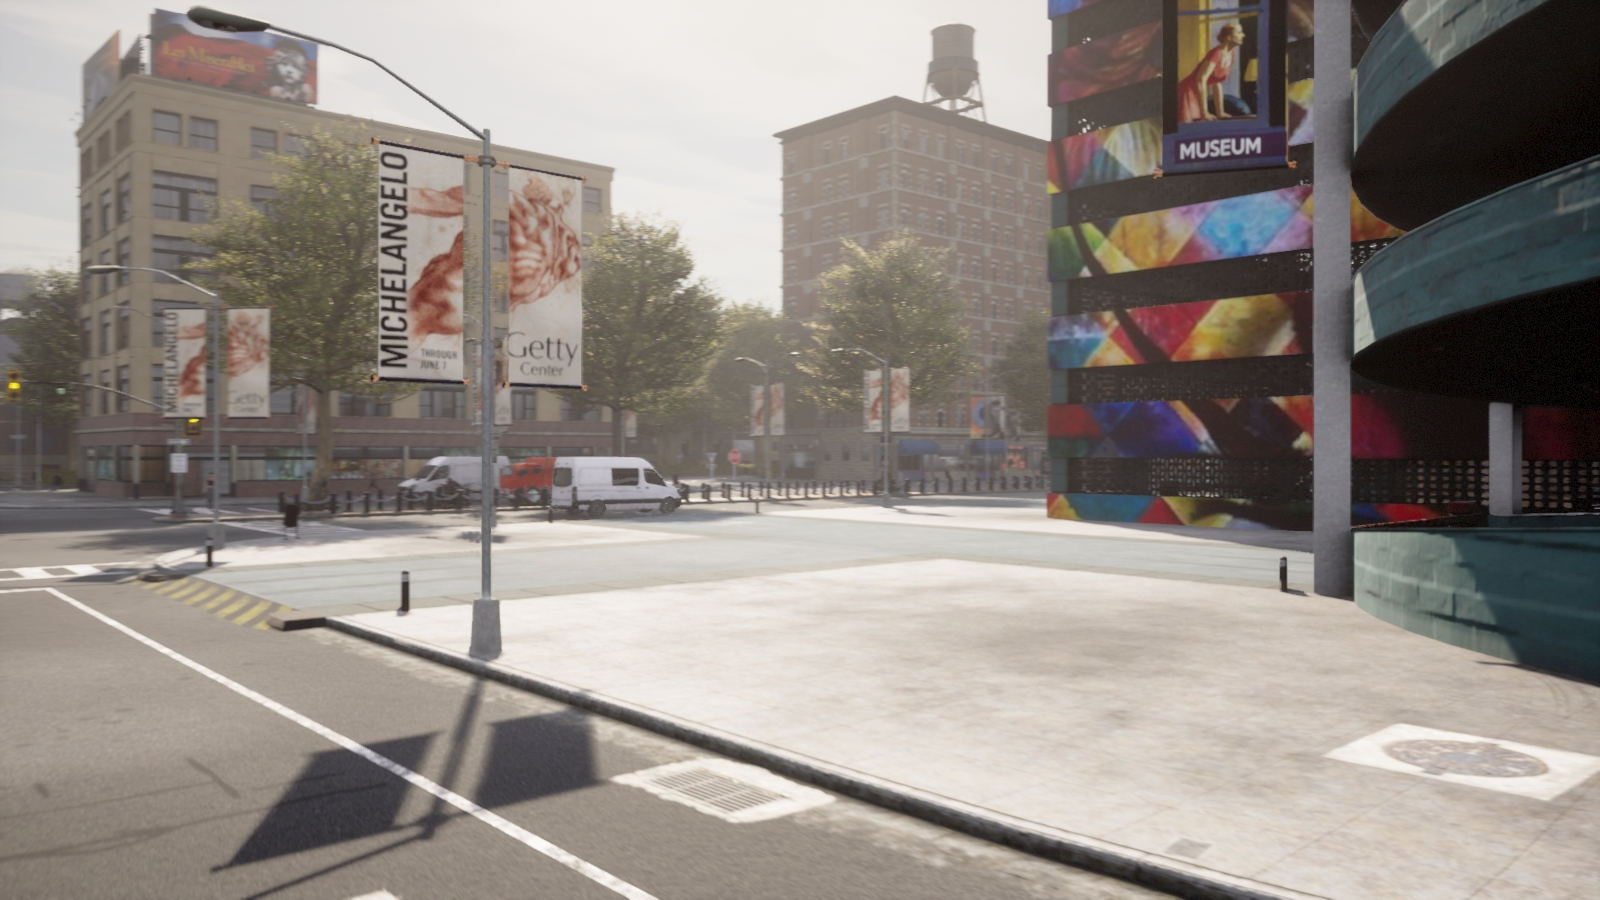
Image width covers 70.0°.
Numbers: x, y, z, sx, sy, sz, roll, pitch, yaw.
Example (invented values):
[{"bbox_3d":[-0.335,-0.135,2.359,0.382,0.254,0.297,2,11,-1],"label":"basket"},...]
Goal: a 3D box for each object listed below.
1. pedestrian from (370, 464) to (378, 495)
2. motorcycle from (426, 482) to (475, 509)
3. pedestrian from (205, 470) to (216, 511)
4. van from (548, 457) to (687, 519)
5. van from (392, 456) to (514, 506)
[{"bbox_3d":[-25.348,1.758,67.950,0.375,1.860,0.375,0,0,-36],"label":"pedestrian"},{"bbox_3d":[-17.494,2.260,57.255,2.209,1.251,0.867,0,0,-42],"label":"motorcycle"},{"bbox_3d":[-27.591,1.889,53.481,0.375,1.860,0.375,0,0,-36],"label":"pedestrian"},{"bbox_3d":[-7.954,1.589,50.389,5.915,2.561,1.988,0,0,-42],"label":"van"},{"bbox_3d":[-18.478,1.593,61.063,5.915,2.561,1.988,0,0,-42],"label":"van"}]
